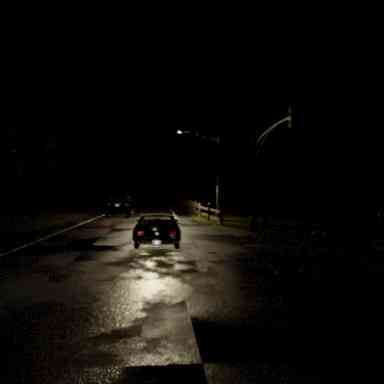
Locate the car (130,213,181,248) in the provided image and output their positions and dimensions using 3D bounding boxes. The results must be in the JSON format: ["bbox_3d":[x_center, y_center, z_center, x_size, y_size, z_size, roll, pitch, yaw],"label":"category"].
[{"bbox_3d":[-1.556,1.633,14.958,1.895,1.301,4.718,1,0,-5],"label":"car"}]

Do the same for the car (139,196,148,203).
[{"bbox_3d":[-10.893,1.641,74.893,2.033,1.411,5.357,1,0,-5],"label":"car"}]

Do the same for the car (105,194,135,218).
[{"bbox_3d":[-6.574,1.240,30.745,2.150,2.045,5.566,1,0,-5],"label":"car"}]
